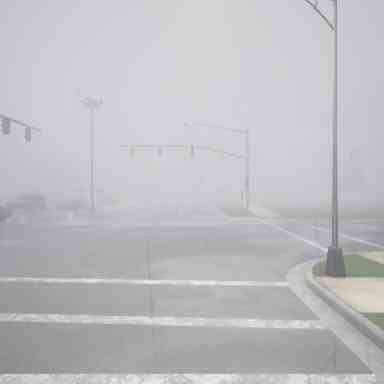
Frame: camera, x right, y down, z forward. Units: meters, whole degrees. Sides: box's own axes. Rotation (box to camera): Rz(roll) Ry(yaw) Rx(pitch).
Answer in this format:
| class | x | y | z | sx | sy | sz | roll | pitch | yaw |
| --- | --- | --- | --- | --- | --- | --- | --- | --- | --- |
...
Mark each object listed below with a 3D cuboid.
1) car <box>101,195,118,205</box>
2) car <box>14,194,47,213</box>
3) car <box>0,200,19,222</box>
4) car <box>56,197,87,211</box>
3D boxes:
| class | x | y | z | sx | sy | sz | roll | pitch | yaw |
| --- | --- | --- | --- | --- | --- | --- | --- | --- | --- |
| car | -14.294 | 1.351 | 57.183 | 2.097 | 1.767 | 4.553 | 0 | 0 | 1 |
| car | -18.128 | 1.222 | 36.833 | 2.150 | 2.045 | 5.566 | 0 | 0 | 1 |
| car | -14.835 | 1.547 | 23.455 | 2.033 | 1.411 | 5.357 | 0 | 0 | 1 |
| car | -14.581 | 1.526 | 39.970 | 1.812 | 1.442 | 4.674 | 0 | 0 | 1 |
